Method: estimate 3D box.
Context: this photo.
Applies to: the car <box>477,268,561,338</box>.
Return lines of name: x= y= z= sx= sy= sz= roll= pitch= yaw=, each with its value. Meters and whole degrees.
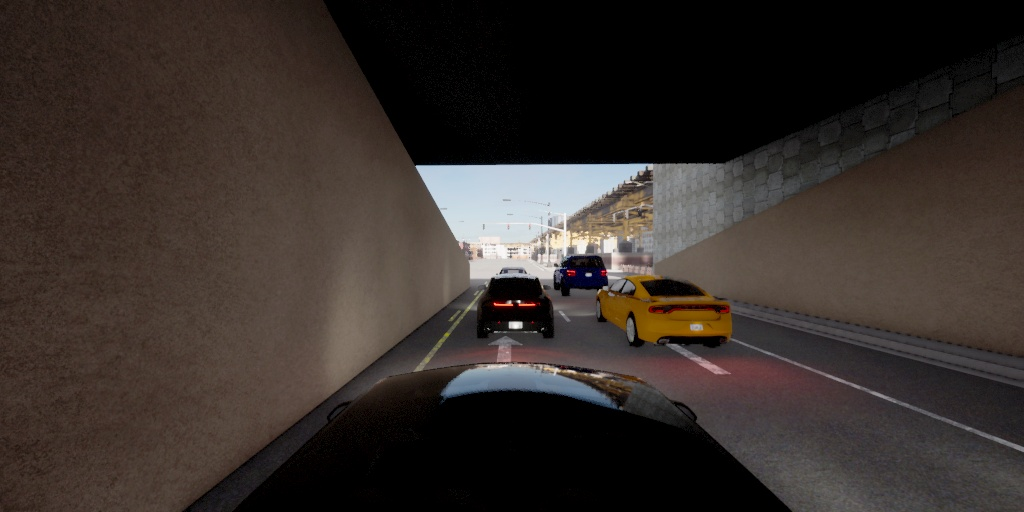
car: x=0.076 y=1.255 z=10.211 sx=1.837 sy=1.490 sz=4.892 roll=0 pitch=0 yaw=0

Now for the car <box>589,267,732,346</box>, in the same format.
car: x=3.573 y=1.228 z=9.413 sx=1.882 sy=1.535 sz=5.008 roll=0 pitch=0 yaw=0

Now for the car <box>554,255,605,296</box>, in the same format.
car: x=3.567 y=0.971 z=19.382 sx=2.150 sy=2.045 sz=5.566 roll=0 pitch=0 yaw=0
